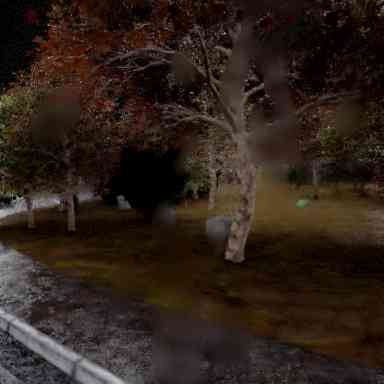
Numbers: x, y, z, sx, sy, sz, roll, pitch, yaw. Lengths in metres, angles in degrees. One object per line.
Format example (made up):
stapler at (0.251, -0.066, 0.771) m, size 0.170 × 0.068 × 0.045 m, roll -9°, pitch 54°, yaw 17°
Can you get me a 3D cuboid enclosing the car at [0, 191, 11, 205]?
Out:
car at (-26.637, 0.877, 44.780) m, size 2.150 × 2.045 × 5.566 m, roll -1°, pitch 1°, yaw 0°
